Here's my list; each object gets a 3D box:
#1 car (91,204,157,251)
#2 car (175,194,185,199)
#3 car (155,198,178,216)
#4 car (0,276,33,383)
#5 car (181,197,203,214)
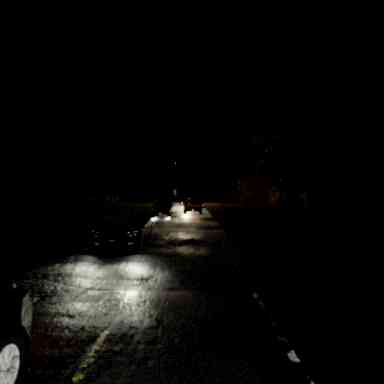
[{"bbox_3d":[-2.846,1.468,14.336,1.882,1.535,5.008,0,0,0],"label":"car"},{"bbox_3d":[-2.749,1.129,76.752,1.882,1.535,5.008,0,0,0],"label":"car"},{"bbox_3d":[-2.805,1.528,32.239,2.033,1.411,5.357,0,0,1],"label":"car"},{"bbox_3d":[-2.885,1.503,2.146,1.837,1.490,4.892,0,0,1],"label":"car"},{"bbox_3d":[0.100,1.486,34.557,1.837,1.490,4.892,0,0,0],"label":"car"}]
